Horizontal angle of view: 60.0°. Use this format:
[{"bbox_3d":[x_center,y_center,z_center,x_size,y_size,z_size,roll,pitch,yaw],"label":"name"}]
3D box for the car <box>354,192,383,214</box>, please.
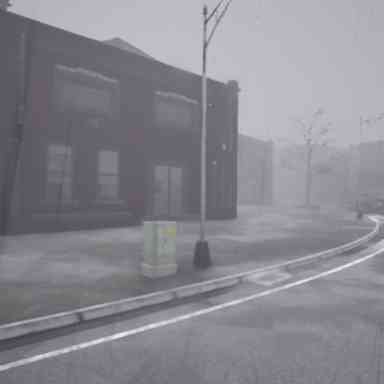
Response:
[{"bbox_3d":[18.414,1.065,33.751,2.150,2.045,5.566,1,1,7],"label":"car"}]
